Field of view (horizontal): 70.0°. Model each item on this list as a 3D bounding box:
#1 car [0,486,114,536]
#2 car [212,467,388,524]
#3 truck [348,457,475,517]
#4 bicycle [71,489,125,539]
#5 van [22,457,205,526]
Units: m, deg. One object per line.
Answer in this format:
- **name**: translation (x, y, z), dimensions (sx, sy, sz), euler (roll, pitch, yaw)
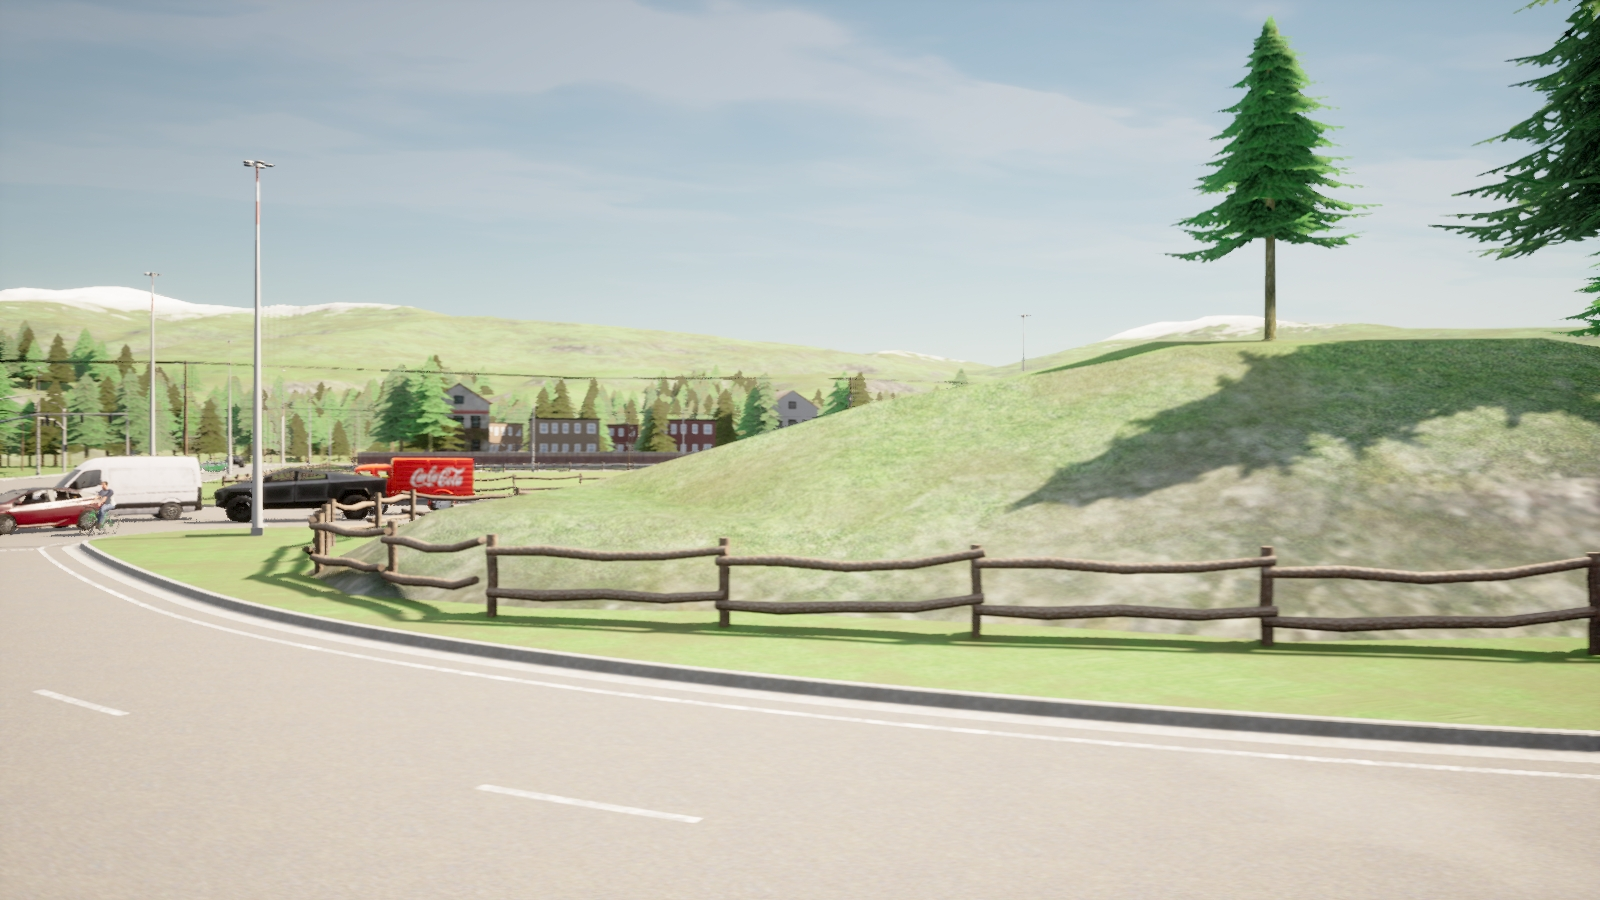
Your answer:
- **car**: translation (-26.362, 2.058, 39.194), dimensions (2.007, 1.525, 4.514), euler (0, 0, 25)
- **car**: translation (-19.856, 1.773, 45.687), dimensions (6.274, 2.098, 2.390), euler (0, 0, -22)
- **truck**: translation (-17.195, 1.586, 50.526), dimensions (5.204, 2.467, 2.627), euler (0, 0, -22)
- **bicycle**: translation (-22.999, 2.073, 37.451), dimensions (0.373, 1.496, 1.643), euler (5, 2, 14)
- **van**: translation (-26.989, 1.555, 45.099), dimensions (5.915, 2.561, 1.988), euler (0, -1, -41)
